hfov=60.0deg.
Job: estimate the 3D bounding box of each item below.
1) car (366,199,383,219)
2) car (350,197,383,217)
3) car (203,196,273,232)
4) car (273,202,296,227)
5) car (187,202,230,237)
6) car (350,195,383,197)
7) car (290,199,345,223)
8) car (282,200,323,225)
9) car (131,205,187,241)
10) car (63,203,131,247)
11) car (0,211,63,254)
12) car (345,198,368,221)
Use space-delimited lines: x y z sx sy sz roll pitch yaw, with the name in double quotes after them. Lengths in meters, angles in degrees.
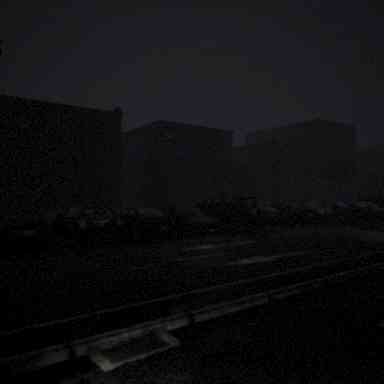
13.013 1.555 28.173 2.002 1.452 4.674 0 0 -36 "car"
15.361 1.525 29.631 1.946 1.575 5.366 0 0 -36 "car"
1.792 1.231 20.168 2.435 2.045 5.566 0 0 -36 "car"
4.051 1.527 21.749 2.002 1.452 4.674 0 0 -36 "car"
-0.417 1.507 18.514 2.163 1.488 4.792 0 0 -36 "car"
17.508 1.299 31.363 2.435 2.045 5.566 1 0 -36 "car"
8.513 1.373 24.989 2.185 1.767 4.553 0 0 -36 "car"
6.273 1.522 23.381 2.163 1.488 4.792 0 0 -36 "car"
-2.671 1.474 16.928 2.097 1.535 5.008 0 0 -36 "car"
-4.897 1.347 15.301 2.185 1.767 4.553 0 0 -36 "car"
-7.172 1.502 13.744 2.163 1.488 4.792 0 0 -36 "car"
10.776 1.505 26.566 2.097 1.535 5.008 0 0 -36 "car"
